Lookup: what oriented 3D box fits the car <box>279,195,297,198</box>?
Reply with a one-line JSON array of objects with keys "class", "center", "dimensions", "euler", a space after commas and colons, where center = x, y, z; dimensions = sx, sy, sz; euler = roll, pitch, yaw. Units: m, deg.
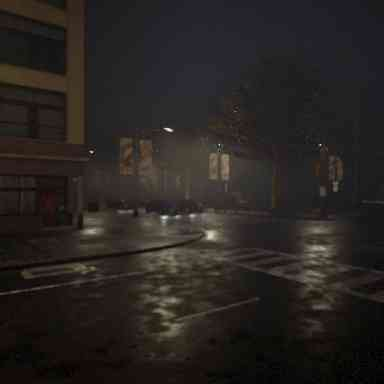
[{"class": "car", "center": [18.766, 1.382, 69.555], "dimensions": [2.002, 1.452, 4.674], "euler": [0, 0, -36]}]

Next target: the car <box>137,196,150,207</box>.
[{"class": "car", "center": [-7.952, 1.623, 46.761], "dimensions": [1.895, 1.301, 4.718], "euler": [0, 0, -35]}]

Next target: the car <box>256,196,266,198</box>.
[{"class": "car", "center": [17.930, 1.534, 83.487], "dimensions": [1.895, 1.301, 4.718], "euler": [0, 0, -36]}]

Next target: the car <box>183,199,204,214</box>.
[{"class": "car", "center": [-0.651, 1.528, 36.557], "dimensions": [1.837, 1.490, 4.892], "euler": [0, 0, -36]}]

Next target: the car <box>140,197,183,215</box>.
[{"class": "car", "center": [-3.219, 1.545, 34.123], "dimensions": [1.812, 1.442, 4.674], "euler": [0, 0, -35]}]

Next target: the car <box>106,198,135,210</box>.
[{"class": "car", "center": [-9.516, 1.509, 42.922], "dimensions": [2.128, 1.511, 4.902], "euler": [0, 0, -35]}]

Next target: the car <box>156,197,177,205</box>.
[{"class": "car", "center": [-4.864, 1.599, 62.233], "dimensions": [1.994, 1.385, 4.181], "euler": [0, 0, -36]}]

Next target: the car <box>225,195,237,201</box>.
[{"class": "car", "center": [8.283, 1.471, 77.030], "dimensions": [2.161, 1.482, 4.786], "euler": [0, 0, -36]}]
